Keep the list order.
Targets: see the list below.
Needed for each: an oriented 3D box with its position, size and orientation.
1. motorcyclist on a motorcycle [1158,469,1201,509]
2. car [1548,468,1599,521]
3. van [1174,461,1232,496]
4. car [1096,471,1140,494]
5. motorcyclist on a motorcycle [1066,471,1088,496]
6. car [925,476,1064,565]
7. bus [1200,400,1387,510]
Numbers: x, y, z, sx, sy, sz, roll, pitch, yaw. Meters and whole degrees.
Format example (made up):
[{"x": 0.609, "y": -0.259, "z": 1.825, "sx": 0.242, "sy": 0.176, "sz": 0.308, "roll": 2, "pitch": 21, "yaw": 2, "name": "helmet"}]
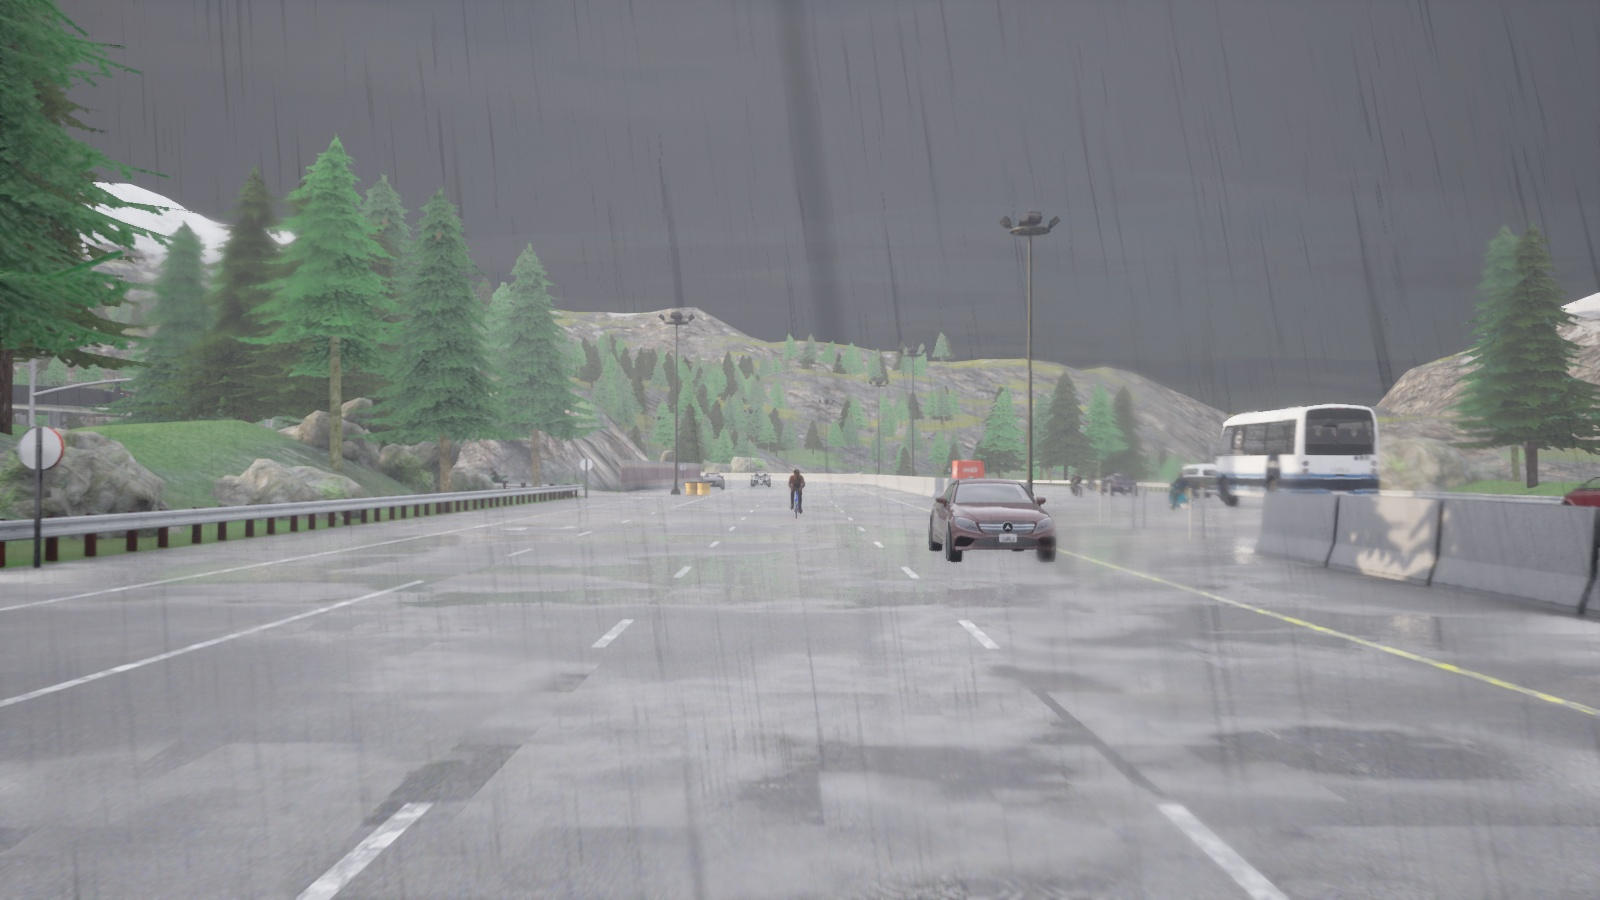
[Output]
[{"x": 15.189, "y": 1.548, "z": 50.285, "sx": 0.866, "sy": 1.590, "sz": 1.817, "roll": 0, "pitch": -1, "yaw": -12, "name": "motorcyclist on a motorcycle"}, {"x": 24.421, "y": 1.323, "z": 37.613, "sx": 1.789, "sy": 1.549, "sz": 3.705, "roll": 0, "pitch": -1, "yaw": 0, "name": "car"}, {"x": 24.340, "y": 1.714, "z": 76.063, "sx": 2.069, "sy": 2.038, "sz": 4.480, "roll": 0, "pitch": -1, "yaw": 0, "name": "van"}, {"x": 20.827, "y": 2.122, "z": 82.415, "sx": 1.816, "sy": 1.474, "sz": 4.193, "roll": 0, "pitch": -1, "yaw": 0, "name": "car"}, {"x": 17.335, "y": 2.094, "z": 78.614, "sx": 0.866, "sy": 1.530, "sz": 2.191, "roll": 0, "pitch": -1, "yaw": 0, "name": "motorcyclist on a motorcycle"}, {"x": 3.459, "y": 1.214, "z": 23.158, "sx": 1.812, "sy": 1.442, "sz": 4.674, "roll": 0, "pitch": -1, "yaw": 0, "name": "car"}, {"x": 20.881, "y": 0.259, "z": 54.119, "sx": 3.944, "sy": 4.253, "sz": 10.273, "roll": 0, "pitch": -1, "yaw": 0, "name": "bus"}]
